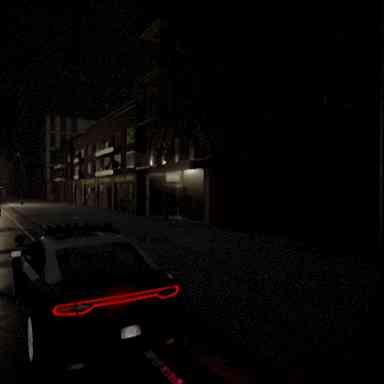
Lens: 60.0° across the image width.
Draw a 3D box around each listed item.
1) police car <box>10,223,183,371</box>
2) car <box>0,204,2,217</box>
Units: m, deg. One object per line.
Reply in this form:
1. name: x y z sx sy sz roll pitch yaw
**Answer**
1. police car: -2.083 1.393 6.035 1.930 1.638 5.238 0 0 -32
2. car: -17.221 1.404 28.115 1.895 1.301 4.718 0 0 -32
